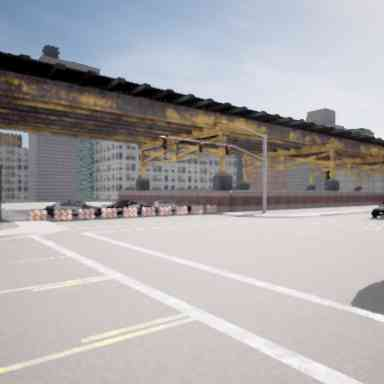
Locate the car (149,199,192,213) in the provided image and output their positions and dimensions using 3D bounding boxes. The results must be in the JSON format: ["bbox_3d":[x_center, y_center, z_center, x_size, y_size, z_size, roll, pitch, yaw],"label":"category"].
[{"bbox_3d":[-2.515,1.332,35.560,4.536,1.218,1.853,0,0,-7],"label":"car"}]

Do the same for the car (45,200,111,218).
[{"bbox_3d":[-10.119,1.469,29.122,4.974,1.542,2.038,0,0,8],"label":"car"}]

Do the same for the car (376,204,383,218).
[{"bbox_3d":[7.631,1.246,9.191,5.566,2.045,2.150,0,0,-35],"label":"car"}]

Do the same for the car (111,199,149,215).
[{"bbox_3d":[-6.374,1.479,31.807,2.038,1.542,4.974,0,0,18],"label":"car"}]

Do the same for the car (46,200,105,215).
[{"bbox_3d":[-10.170,1.312,29.129,4.536,1.218,1.853,0,0,8],"label":"car"}]

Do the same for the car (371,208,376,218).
[{"bbox_3d":[17.768,1.628,29.565,4.181,1.385,1.994,0,0,-36],"label":"car"}]

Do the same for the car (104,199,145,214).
[{"bbox_3d":[-6.358,1.321,31.857,1.853,1.218,4.536,0,0,18],"label":"car"}]
